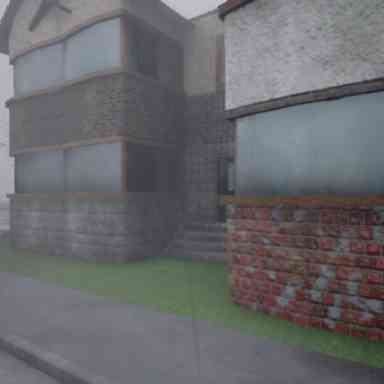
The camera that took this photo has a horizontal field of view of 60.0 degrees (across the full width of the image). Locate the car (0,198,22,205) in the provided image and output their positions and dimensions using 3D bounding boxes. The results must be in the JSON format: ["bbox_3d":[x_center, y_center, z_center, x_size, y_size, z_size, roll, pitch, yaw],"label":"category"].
[{"bbox_3d":[-44.022,2.285,80.057,2.152,1.636,5.027,-1,0,35],"label":"car"}]

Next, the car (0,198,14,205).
[{"bbox_3d":[-46.606,2.330,81.835,2.007,1.523,4.514,-1,0,35],"label":"car"}]

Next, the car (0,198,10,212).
[{"bbox_3d":[-21.151,1.782,41.107,2.007,1.523,4.514,-1,0,35],"label":"car"}]

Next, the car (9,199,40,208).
[{"bbox_3d":[-30.720,2.003,61.097,2.007,1.523,4.514,-1,0,35],"label":"car"}]
